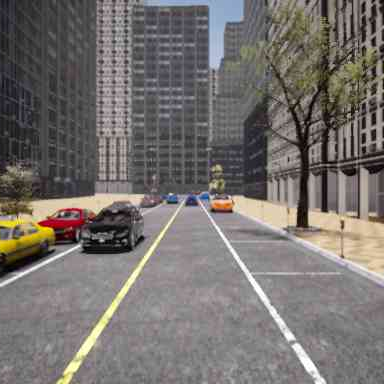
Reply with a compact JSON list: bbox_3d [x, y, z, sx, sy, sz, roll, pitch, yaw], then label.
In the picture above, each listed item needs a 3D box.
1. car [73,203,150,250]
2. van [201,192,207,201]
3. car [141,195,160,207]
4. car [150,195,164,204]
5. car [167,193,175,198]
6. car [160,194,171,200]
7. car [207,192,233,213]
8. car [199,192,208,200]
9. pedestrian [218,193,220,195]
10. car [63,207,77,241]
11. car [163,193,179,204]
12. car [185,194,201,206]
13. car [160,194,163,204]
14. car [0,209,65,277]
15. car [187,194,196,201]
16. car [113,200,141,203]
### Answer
[{"bbox_3d":[-3.114,1.409,13.924,1.837,1.490,4.892,0,0,0],"label":"car"},{"bbox_3d":[2.632,0.879,66.500,1.690,1.788,3.998,1,0,0],"label":"van"},{"bbox_3d":[-5.727,1.136,43.928,1.967,1.590,4.097,1,0,0],"label":"car"},{"bbox_3d":[-5.740,1.183,55.214,1.947,1.339,4.313,1,0,0],"label":"car"},{"bbox_3d":[-5.909,0.884,94.710,2.008,1.369,4.403,1,0,0],"label":"car"},{"bbox_3d":[-5.757,1.063,72.142,1.947,1.339,4.313,1,0,0],"label":"car"},{"bbox_3d":[2.964,1.116,34.239,2.097,1.767,4.553,0,0,0],"label":"car"},{"bbox_3d":[2.619,0.897,77.783,1.967,1.590,4.097,1,0,0],"label":"car"},{"bbox_3d":[2.962,1.039,37.053,0.375,1.860,0.375,1,0,0],"label":"pedestrian"},{"bbox_3d":[-5.699,1.437,15.716,1.887,1.381,4.507,1,0,0],"label":"car"},{"bbox_3d":[-3.126,1.106,53.589,1.882,1.535,5.008,0,0,0],"label":"car"},{"bbox_3d":[-0.044,1.191,48.294,1.812,1.442,4.674,0,1,0],"label":"car"},{"bbox_3d":[-5.734,1.239,49.572,1.802,1.307,4.206,1,0,0],"label":"car"},{"bbox_3d":[-5.693,1.457,9.904,1.752,1.417,4.829,1,0,0],"label":"car"},{"bbox_3d":[-0.070,1.125,67.643,1.895,1.301,4.718,0,0,0],"label":"car"},{"bbox_3d":[-5.711,1.380,27.001,1.947,1.339,4.313,1,0,0],"label":"car"}]
